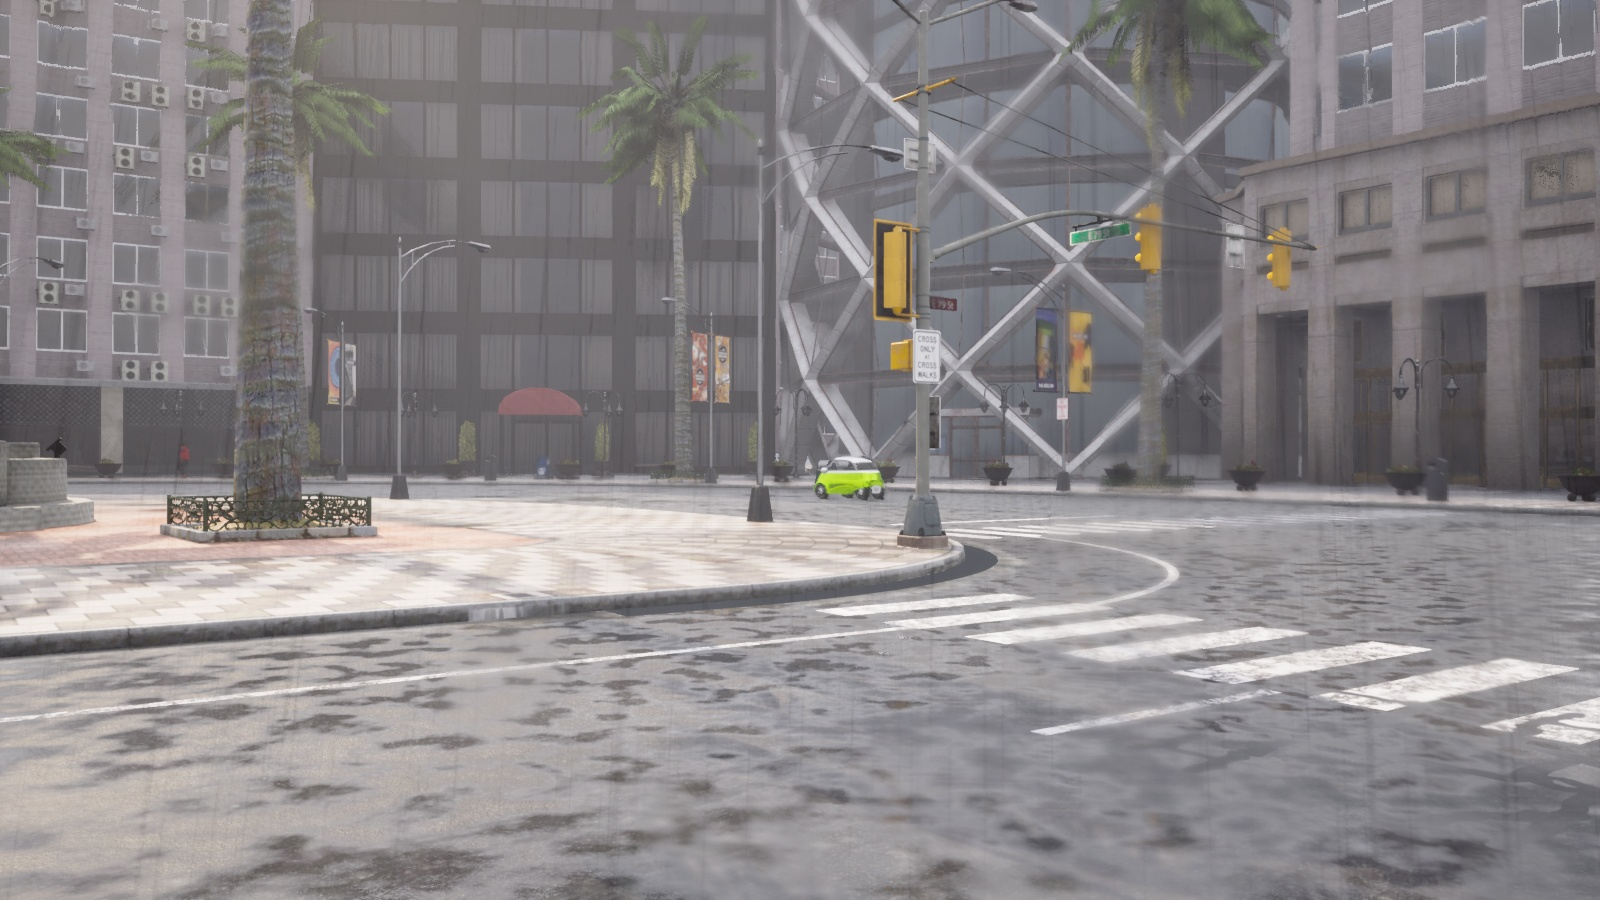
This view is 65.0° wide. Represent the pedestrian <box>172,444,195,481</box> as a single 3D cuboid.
[{"bbox_3d":[-30.650,0.619,62.458,0.899,1.844,0.634,0,0,-11],"label":"pedestrian"}]

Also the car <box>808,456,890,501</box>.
[{"bbox_3d":[1.577,0.895,40.458,2.207,1.376,1.481,0,0,45],"label":"car"}]
